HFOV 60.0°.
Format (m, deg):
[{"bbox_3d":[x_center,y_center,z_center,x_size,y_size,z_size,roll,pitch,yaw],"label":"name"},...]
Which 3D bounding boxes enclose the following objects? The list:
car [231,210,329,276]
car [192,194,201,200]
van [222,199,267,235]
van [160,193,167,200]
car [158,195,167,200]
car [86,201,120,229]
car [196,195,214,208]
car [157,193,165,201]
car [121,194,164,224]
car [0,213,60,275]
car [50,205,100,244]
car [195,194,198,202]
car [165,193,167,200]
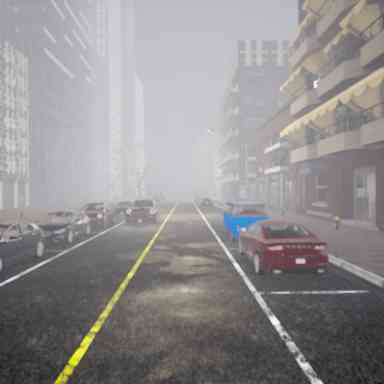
[{"bbox_3d":[2.513,1.485,10.060,1.887,1.381,4.507,-1,0,-1],"label":"car"},{"bbox_3d":[1.080,1.262,81.843,1.887,1.381,4.507,-1,0,-1],"label":"car"},{"bbox_3d":[2.401,1.261,15.581,1.690,1.788,3.998,-1,0,-1],"label":"van"},{"bbox_3d":[-7.411,1.108,87.198,1.690,1.788,3.998,-1,0,-1],"label":"van"},{"bbox_3d":[-7.298,1.346,81.677,1.947,1.339,4.313,-1,0,-1],"label":"car"},{"bbox_3d":[-6.088,1.402,20.937,1.967,1.590,4.097,-1,0,-1],"label":"car"},{"bbox_3d":[1.852,1.389,43.191,1.947,1.339,4.313,-1,0,-1],"label":"car"},{"bbox_3d":[-6.967,1.388,65.112,1.947,1.339,4.313,-1,0,-1],"label":"car"},{"bbox_3d":[-3.455,1.283,24.017,2.097,1.767,4.553,0,0,-1],"label":"car"},{"bbox_3d":[-5.866,1.554,9.893,2.008,1.369,4.403,-1,0,-1],"label":"car"},{"bbox_3d":[-5.976,1.534,15.416,2.008,1.369,4.403,-1,0,-1],"label":"car"},{"bbox_3d":[1.738,1.331,48.882,1.752,1.417,4.829,-1,0,-1],"label":"car"},{"bbox_3d":[-7.191,1.108,76.154,2.192,1.841,5.009,-1,0,-1],"label":"car"}]
